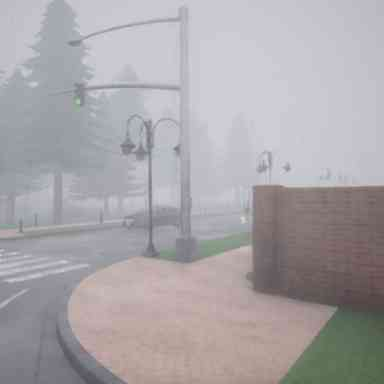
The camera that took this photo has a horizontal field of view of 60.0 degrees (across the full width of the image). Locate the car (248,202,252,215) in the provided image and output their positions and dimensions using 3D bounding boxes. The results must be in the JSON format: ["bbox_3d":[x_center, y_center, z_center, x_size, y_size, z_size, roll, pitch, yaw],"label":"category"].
[{"bbox_3d":[7.002,1.719,29.241,1.895,1.301,4.718,-1,0,34],"label":"car"}]

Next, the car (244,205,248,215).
[{"bbox_3d":[7.321,1.638,36.111,1.882,1.535,5.008,-1,0,34],"label":"car"}]

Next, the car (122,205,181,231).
[{"bbox_3d":[-2.414,1.647,21.755,2.128,1.511,4.902,-1,0,34],"label":"car"}]
